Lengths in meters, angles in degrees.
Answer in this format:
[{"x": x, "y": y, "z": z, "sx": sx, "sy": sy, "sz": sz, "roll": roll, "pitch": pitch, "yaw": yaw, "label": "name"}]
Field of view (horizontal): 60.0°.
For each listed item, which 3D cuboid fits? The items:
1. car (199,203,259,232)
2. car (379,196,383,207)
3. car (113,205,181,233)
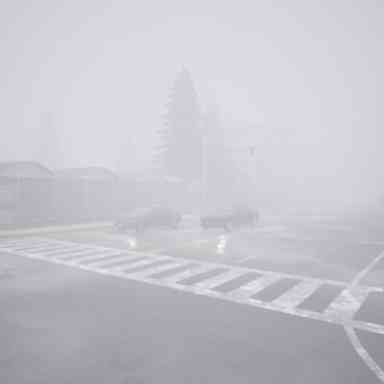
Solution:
[{"x": 2.411, "y": 1.489, "z": 20.736, "sx": 1.882, "sy": 1.535, "sz": 5.008, "roll": 0, "pitch": 0, "yaw": 38, "label": "car"}, {"x": 30.361, "y": 1.358, "z": 51.411, "sx": 2.097, "sy": 1.767, "sz": 4.553, "roll": 0, "pitch": 0, "yaw": 37, "label": "car"}, {"x": -2.534, "y": 1.540, "z": 20.054, "sx": 1.812, "sy": 1.442, "sz": 4.674, "roll": 0, "pitch": 0, "yaw": 38, "label": "car"}]
